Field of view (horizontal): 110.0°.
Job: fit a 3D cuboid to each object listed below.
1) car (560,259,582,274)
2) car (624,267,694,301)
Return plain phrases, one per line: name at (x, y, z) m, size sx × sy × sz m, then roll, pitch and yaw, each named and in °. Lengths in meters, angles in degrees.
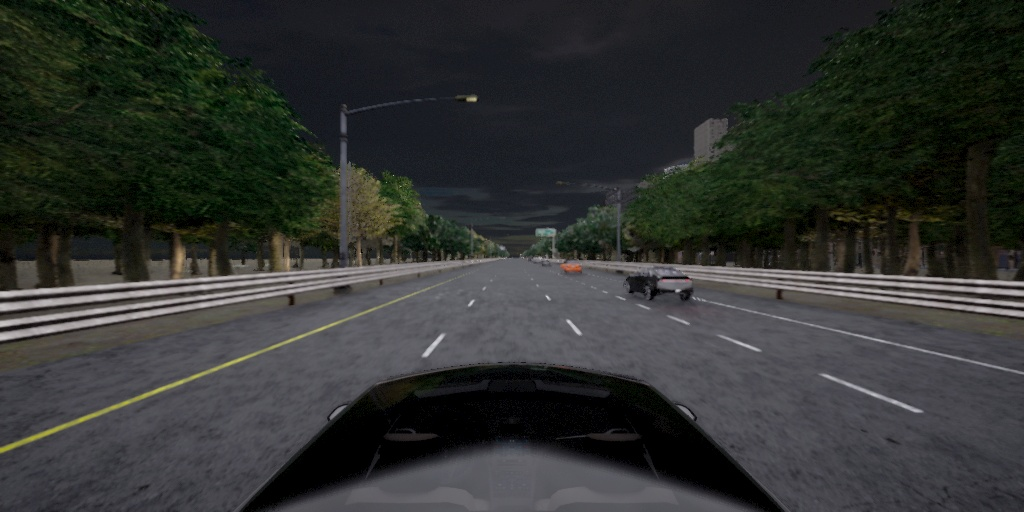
car at (7.064, 1.202, 43.558) m, size 2.097 × 1.767 × 4.553 m, roll 0°, pitch 0°, yaw 0°
car at (7.001, 1.276, 17.562) m, size 2.128 × 1.511 × 4.902 m, roll 0°, pitch 0°, yaw 0°
